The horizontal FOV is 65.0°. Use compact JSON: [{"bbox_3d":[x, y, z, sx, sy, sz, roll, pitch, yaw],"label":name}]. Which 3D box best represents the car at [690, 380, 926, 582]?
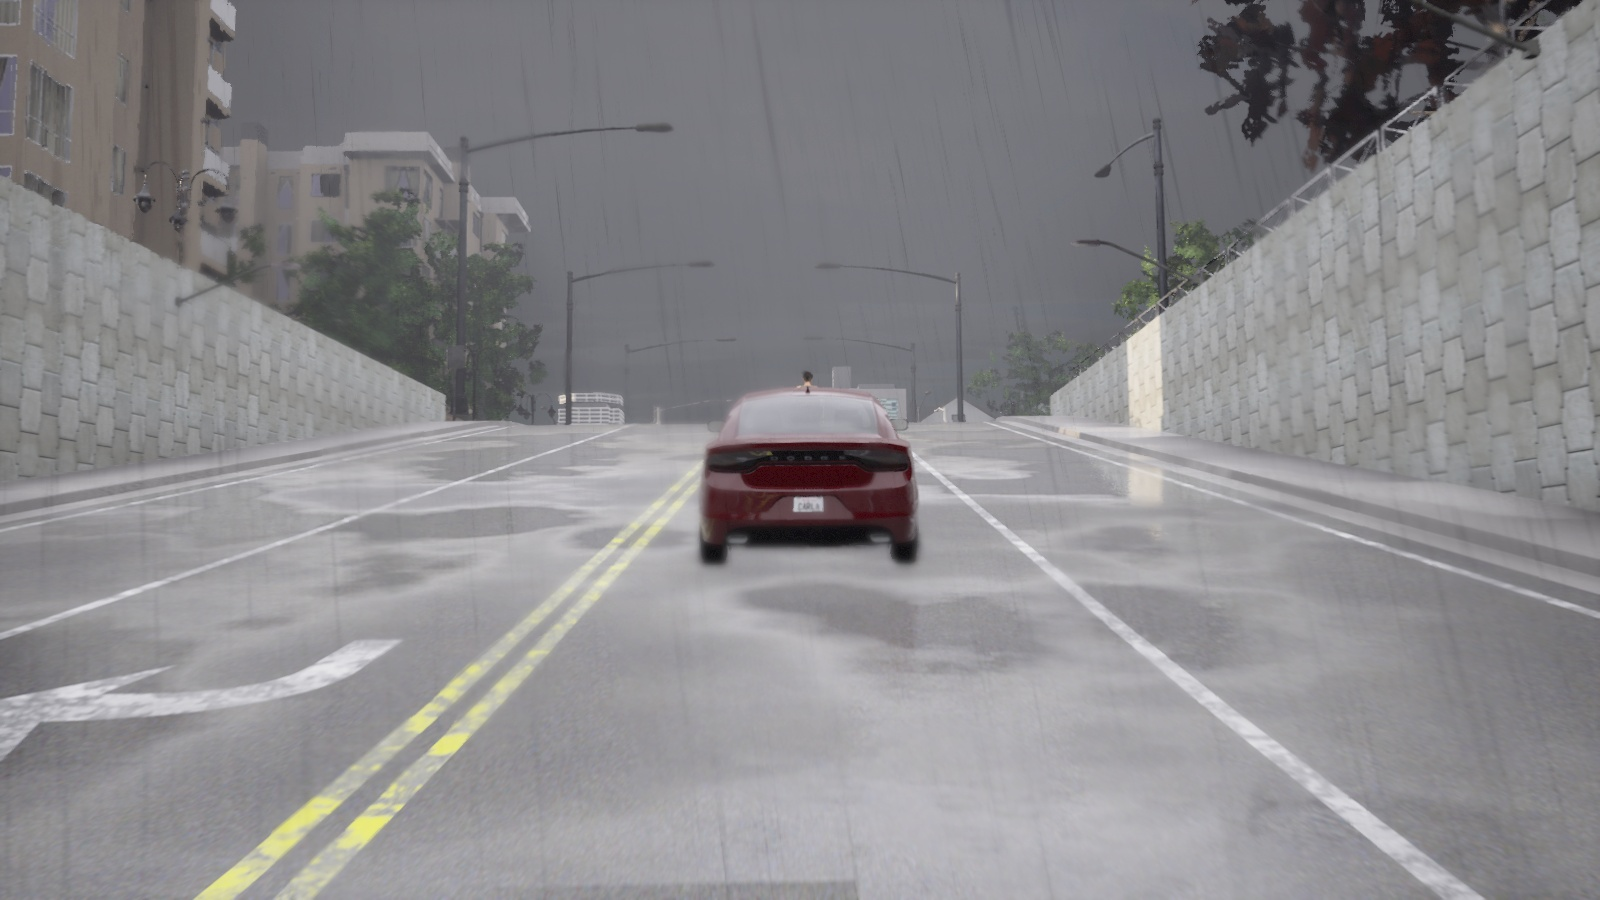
[{"bbox_3d":[0.082,0.113,12.543,1.882,1.535,5.008,0,4,0],"label":"car"}]
